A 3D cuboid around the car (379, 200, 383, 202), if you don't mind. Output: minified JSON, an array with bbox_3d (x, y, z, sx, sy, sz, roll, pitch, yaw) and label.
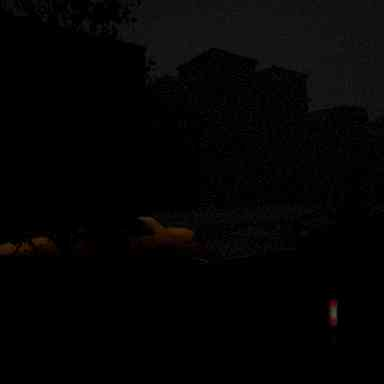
[{"bbox_3d":[11.361,1.172,18.756,4.553,1.767,2.185,0,0,-33],"label":"car"}]

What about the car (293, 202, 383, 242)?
[{"bbox_3d":[6.817,1.367,15.477,4.792,1.488,2.163,0,1,-33],"label":"car"}]

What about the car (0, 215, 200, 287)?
[{"bbox_3d":[-2.327,1.323,8.927,5.366,1.575,1.946,1,0,-33],"label":"car"}]
